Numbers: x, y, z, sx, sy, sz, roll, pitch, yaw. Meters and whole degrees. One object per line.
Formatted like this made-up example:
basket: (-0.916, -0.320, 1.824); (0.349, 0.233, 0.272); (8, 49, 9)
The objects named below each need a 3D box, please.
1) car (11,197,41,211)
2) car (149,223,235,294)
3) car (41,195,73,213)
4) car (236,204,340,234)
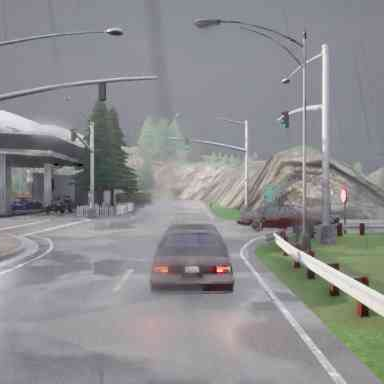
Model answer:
car: (-20.224, 1.480, 40.803); (2.242, 1.667, 4.611); (0, 0, -1)
car: (0.003, 1.547, 8.940); (2.033, 1.411, 5.357); (0, 0, 0)
car: (-14.519, 1.313, 36.524); (1.905, 1.878, 3.866); (0, 0, -1)
car: (5.123, 1.383, 18.072); (5.357, 1.411, 2.033); (-1, 0, 35)
